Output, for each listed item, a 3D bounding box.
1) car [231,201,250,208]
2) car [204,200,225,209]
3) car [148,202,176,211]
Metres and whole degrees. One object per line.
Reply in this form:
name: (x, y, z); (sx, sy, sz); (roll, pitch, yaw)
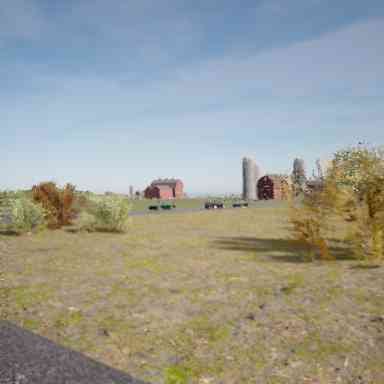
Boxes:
car: (9.680, 2.404, 65.610); (1.895, 1.301, 4.718); (-2, -2, 36)
car: (3.988, 2.199, 57.642); (1.837, 1.490, 4.892); (-2, -2, 36)
car: (-4.695, 2.269, 51.797); (1.895, 1.301, 4.718); (-2, -2, 36)
